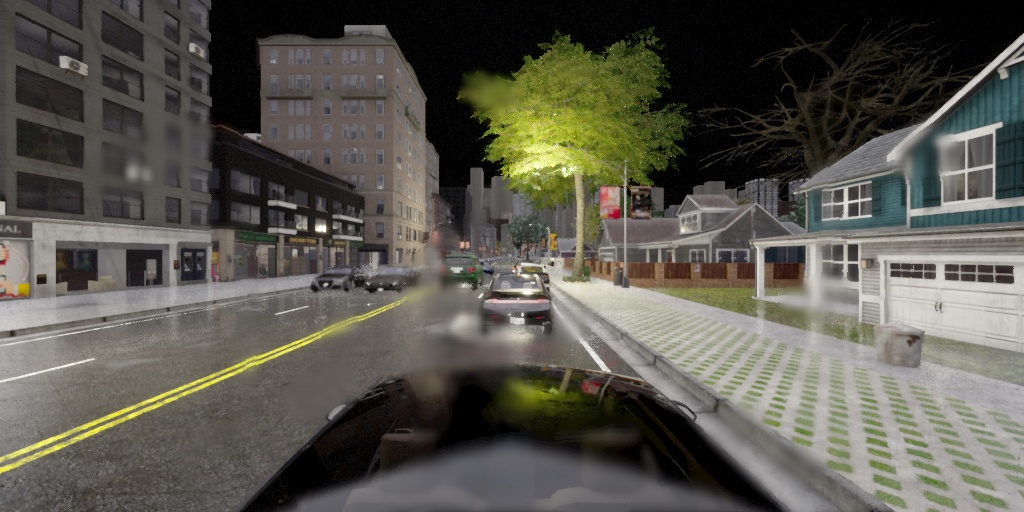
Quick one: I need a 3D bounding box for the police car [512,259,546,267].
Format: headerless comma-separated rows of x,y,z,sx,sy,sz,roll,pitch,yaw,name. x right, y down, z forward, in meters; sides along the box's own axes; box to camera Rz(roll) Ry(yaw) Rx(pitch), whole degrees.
1.061,1.166,20.671,1.930,1.638,5.238,0,0,0,police car

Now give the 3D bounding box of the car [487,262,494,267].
-2.978,1.286,39.464,1.994,1.385,4.181,0,0,0,car

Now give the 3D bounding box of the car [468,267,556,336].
0.138,1.239,10.422,2.128,1.511,4.902,0,0,0,car

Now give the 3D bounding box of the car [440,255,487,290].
-3.054,0.960,22.746,2.150,2.045,5.566,0,0,0,car

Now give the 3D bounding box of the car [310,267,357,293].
-9.764,1.305,20.782,1.994,1.385,4.181,0,0,0,car

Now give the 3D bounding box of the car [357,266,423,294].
-6.514,1.288,20.437,2.033,1.411,5.357,0,0,0,car
